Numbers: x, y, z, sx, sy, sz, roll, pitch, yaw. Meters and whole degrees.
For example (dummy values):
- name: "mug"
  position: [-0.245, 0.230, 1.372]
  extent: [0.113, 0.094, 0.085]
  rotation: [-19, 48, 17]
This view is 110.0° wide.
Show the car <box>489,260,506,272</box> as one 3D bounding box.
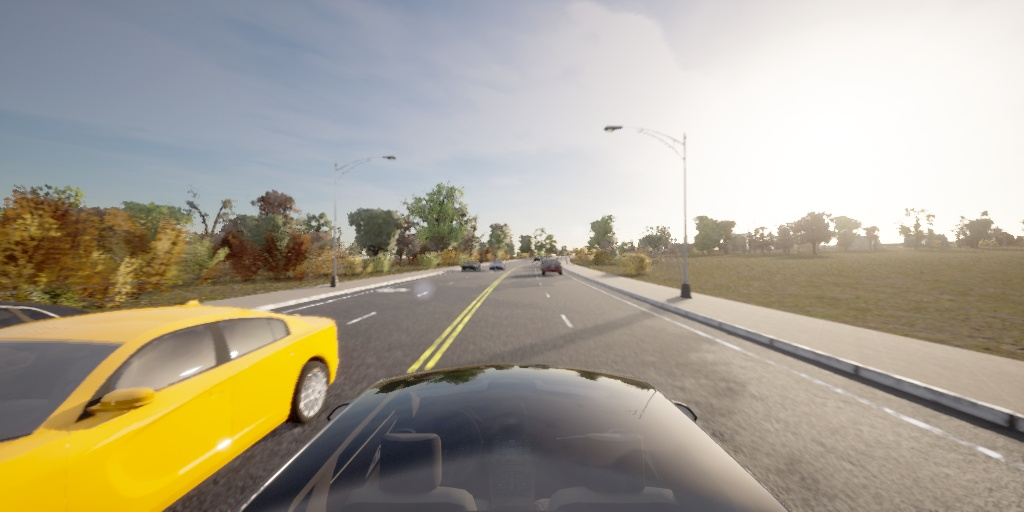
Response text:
- name: "car"
  position: [-1.833, 1.263, 47.123]
  extent: [2.033, 1.411, 5.357]
  rotation: [0, 0, 4]

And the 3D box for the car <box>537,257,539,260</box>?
- name: "car"
  position: [5.696, 1.195, 60.223]
  extent: [2.163, 1.488, 4.792]
  rotation: [0, 0, 5]

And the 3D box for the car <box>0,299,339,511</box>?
- name: "car"
  position: [-3.331, 1.220, 2.908]
  extent: [1.882, 1.535, 5.008]
  rotation: [0, 0, 0]

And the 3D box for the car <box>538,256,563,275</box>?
- name: "car"
  position: [4.210, 1.092, 38.362]
  extent: [2.097, 1.767, 4.553]
  rotation: [0, 0, 3]

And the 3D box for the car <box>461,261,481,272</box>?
- name: "car"
  position: [-5.193, 1.316, 45.723]
  extent: [1.895, 1.301, 4.718]
  rotation: [0, 0, 4]

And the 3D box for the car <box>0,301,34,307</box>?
- name: "car"
  position: [-6.579, 1.240, 3.324]
  extent: [1.837, 1.490, 4.892]
  rotation: [0, 0, 0]
